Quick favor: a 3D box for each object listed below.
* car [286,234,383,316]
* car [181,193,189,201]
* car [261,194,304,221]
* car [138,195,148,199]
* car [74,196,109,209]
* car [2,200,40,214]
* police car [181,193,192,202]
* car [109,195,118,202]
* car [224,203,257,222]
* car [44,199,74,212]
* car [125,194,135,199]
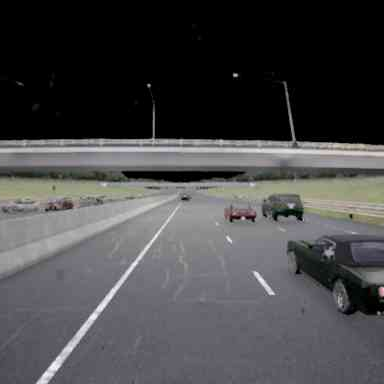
[{"bbox_3d":[3.593,1.577,7.398,1.895,1.301,4.718,0,0,0],"label":"car"},{"bbox_3d":[-1.817,1.254,87.268,2.150,2.045,5.566,0,0,-1],"label":"car"},{"bbox_3d":[7.029,1.139,26.262,2.150,2.045,5.566,0,0,0],"label":"car"},{"bbox_3d":[-11.087,1.352,76.252,2.033,1.411,5.357,0,0,-1],"label":"car"},{"bbox_3d":[-10.724,1.398,35.806,1.837,1.490,4.892,0,0,0],"label":"car"},{"bbox_3d":[-17.718,1.495,34.626,1.895,1.301,4.718,0,0,0],"label":"car"},{"bbox_3d":[-1.653,1.409,77.339,1.930,1.638,5.238,0,0,-1],"label":"police car"},{"bbox_3d":[-18.080,1.362,75.732,1.882,1.535,5.008,0,0,-1],"label":"car"},{"bbox_3d":[3.534,1.522,25.205,1.895,1.301,4.718,0,0,0],"label":"car"},{"bbox_3d":[-14.225,1.455,35.938,1.994,1.385,4.181,0,0,0],"label":"car"},{"bbox_3d":[-14.622,1.205,78.420,1.882,1.535,5.008,0,0,-1],"label":"car"}]
